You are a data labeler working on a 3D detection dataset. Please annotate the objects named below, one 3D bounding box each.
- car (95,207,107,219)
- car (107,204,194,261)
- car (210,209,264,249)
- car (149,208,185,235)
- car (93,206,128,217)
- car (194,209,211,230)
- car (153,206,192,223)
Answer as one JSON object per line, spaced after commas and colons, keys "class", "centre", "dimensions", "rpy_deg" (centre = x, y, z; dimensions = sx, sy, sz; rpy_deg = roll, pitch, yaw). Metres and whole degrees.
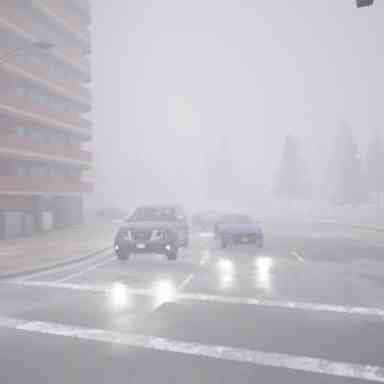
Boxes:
{"class": "car", "centre": [-9.630, 2.581, 40.142], "dimensions": [2.033, 1.411, 5.357], "rpy_deg": [0, -2, -41]}
{"class": "car", "centre": [-1.422, 1.539, 14.067], "dimensions": [2.150, 2.045, 5.566], "rpy_deg": [-1, -1, 7]}
{"class": "car", "centre": [2.194, 1.793, 16.525], "dimensions": [1.882, 1.535, 5.008], "rpy_deg": [-1, -1, -1]}
{"class": "car", "centre": [-1.947, 2.028, 24.043], "dimensions": [1.882, 1.535, 5.008], "rpy_deg": [-1, -1, -12]}
{"class": "car", "centre": [-11.676, 2.789, 47.349], "dimensions": [5.357, 1.411, 2.033], "rpy_deg": [-2, -2, 39]}
{"class": "car", "centre": [1.271, 2.059, 25.559], "dimensions": [1.812, 1.442, 4.674], "rpy_deg": [-1, -1, -14]}
{"class": "car", "centre": [-2.139, 2.290, 34.971], "dimensions": [2.128, 1.511, 4.902], "rpy_deg": [0, -1, -28]}
